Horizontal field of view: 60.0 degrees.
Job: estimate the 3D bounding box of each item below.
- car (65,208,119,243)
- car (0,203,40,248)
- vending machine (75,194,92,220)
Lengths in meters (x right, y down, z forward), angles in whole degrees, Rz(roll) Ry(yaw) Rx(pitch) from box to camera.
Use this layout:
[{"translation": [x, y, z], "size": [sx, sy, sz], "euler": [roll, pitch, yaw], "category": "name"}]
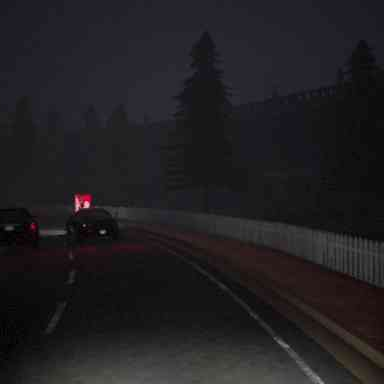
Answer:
[{"translation": [-4.944, 1.533, 16.332], "size": [1.812, 1.442, 4.674], "euler": [0, 0, -29], "category": "car"}, {"translation": [-7.840, 1.382, 14.359], "size": [2.097, 1.767, 4.553], "euler": [-1, 0, -28], "category": "car"}, {"translation": [-9.158, 1.212, 28.042], "size": [0.880, 2.100, 1.100], "euler": [0, 0, 41], "category": "vending machine"}]
